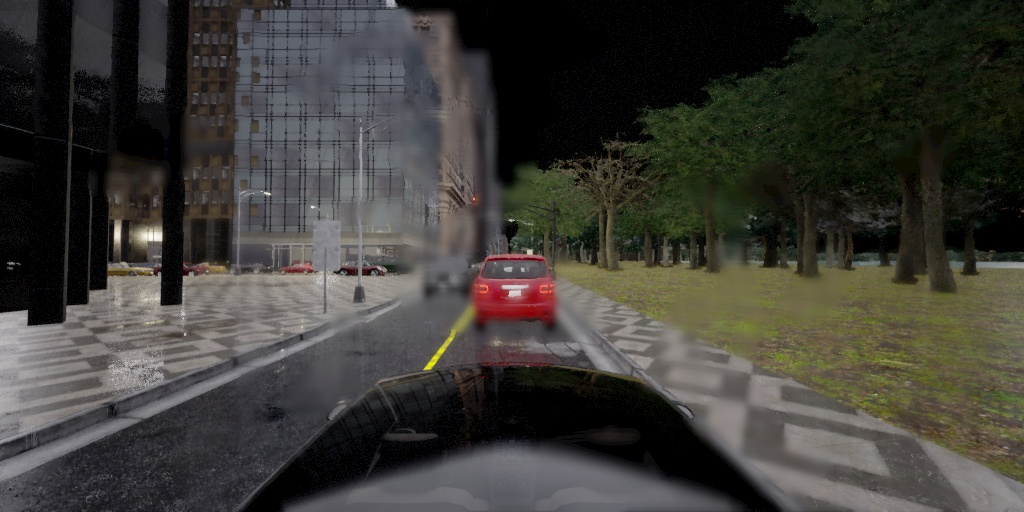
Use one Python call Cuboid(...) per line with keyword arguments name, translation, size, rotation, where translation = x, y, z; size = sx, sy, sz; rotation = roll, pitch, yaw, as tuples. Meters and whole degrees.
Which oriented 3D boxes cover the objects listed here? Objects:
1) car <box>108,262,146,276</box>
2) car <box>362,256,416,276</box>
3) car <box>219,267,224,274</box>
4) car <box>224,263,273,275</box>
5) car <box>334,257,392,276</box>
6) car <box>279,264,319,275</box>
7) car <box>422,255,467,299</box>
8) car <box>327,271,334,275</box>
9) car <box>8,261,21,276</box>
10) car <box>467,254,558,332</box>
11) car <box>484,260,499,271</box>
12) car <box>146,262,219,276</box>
Cuboid(name="car", translation=(-35.246, 1.229, 32.673), size=(4.829, 1.417, 1.751), rotation=(0, 0, 0))
Cuboid(name="car", translation=(-12.443, 0.989, 35.579), size=(5.566, 2.045, 2.150), rotation=(0, -1, -6))
Cuboid(name="car", translation=(-35.580, 1.455, 41.195), size=(4.829, 1.417, 1.751), rotation=(0, 0, 0))
Cuboid(name="car", translation=(-29.923, 1.492, 41.195), size=(4.313, 1.339, 1.948), rotation=(0, 0, 0))
Cuboid(name="car", translation=(-13.497, 1.129, 32.672), size=(4.097, 1.591, 1.967), rotation=(0, 0, -1))
Cuboid(name="car", translation=(-24.436, 1.505, 41.195), size=(4.207, 1.307, 1.802), rotation=(0, 0, 0))
Cuboid(name="car", translation=(-2.938, 0.982, 18.550), size=(2.150, 2.045, 5.566), rotation=(0, 0, 2))
Cuboid(name="car", translation=(-18.949, 1.485, 41.195), size=(4.313, 1.339, 1.948), rotation=(0, 0, 0))
Cuboid(name="car", translation=(-46.392, 1.149, 32.674), size=(4.097, 1.591, 1.967), rotation=(0, 0, 0))
Cuboid(name="car", translation=(0.104, 0.976, 11.071), size=(2.150, 2.045, 5.566), rotation=(0, 0, 0))
Cuboid(name="car", translation=(-3.038, 1.395, 53.109), size=(2.033, 1.411, 5.357), rotation=(0, 0, -3))
Cuboid(name="car", translation=(-29.928, 1.245, 32.673), size=(4.507, 1.381, 1.888), rotation=(0, 0, 0))
